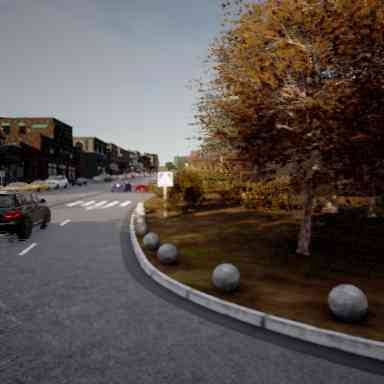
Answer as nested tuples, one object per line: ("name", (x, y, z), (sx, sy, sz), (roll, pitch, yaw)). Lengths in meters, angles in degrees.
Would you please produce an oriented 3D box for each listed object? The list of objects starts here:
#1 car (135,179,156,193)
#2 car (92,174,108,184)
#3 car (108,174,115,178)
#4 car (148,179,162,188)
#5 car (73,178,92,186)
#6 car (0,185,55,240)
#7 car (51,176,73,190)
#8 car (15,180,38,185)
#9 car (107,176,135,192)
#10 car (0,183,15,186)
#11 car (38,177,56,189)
("car", (-6.475, -0.741, 45.507), (1.882, 1.535, 5.008), (0, 4, 1))
("car", (-21.185, -2.692, 74.422), (2.231, 1.521, 4.892), (0, 4, 1))
("car", (-21.124, -3.307, 79.883), (2.435, 2.045, 5.566), (0, 4, 1))
("car", (-6.335, -1.499, 57.328), (1.837, 1.490, 4.892), (0, 4, 1))
("car", (-21.314, -1.930, 63.361), (2.163, 1.488, 4.792), (0, 4, 1))
("car", (-8.118, 0.915, 15.085), (2.150, 2.045, 5.566), (0, 2, -10))
("car", (-21.433, -1.480, 52.321), (2.435, 2.045, 5.566), (0, 4, 1))
("car", (-21.563, -0.482, 41.029), (1.946, 1.575, 5.366), (0, 4, 1))
("car", (-9.824, -0.923, 46.428), (2.097, 1.767, 4.553), (0, 4, 1))
("car", (-21.636, -0.114, 35.519), (1.946, 1.575, 5.366), (0, 4, 1))
("car", (-21.501, -0.848, 46.542), (1.946, 1.575, 5.366), (0, 4, 1))
